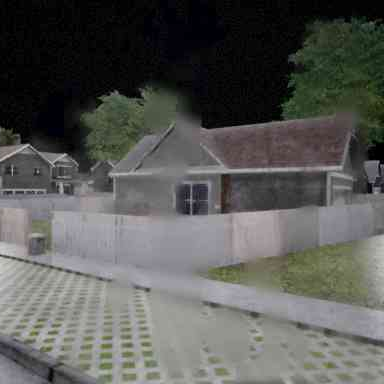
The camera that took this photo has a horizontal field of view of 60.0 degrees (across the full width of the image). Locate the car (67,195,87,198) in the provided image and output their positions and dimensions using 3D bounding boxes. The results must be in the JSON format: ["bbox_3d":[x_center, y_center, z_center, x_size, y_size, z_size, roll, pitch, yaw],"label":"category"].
[{"bbox_3d":[-12.753,1.163,36.182,1.837,1.490,4.892,1,1,34],"label":"car"}]
